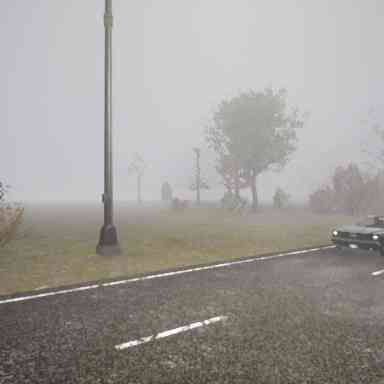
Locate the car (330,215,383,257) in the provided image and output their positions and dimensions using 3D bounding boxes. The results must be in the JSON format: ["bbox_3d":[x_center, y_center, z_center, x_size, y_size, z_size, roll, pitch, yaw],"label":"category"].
[{"bbox_3d":[7.471,1.594,12.963,4.718,1.301,1.895,0,0,-35],"label":"car"}]
